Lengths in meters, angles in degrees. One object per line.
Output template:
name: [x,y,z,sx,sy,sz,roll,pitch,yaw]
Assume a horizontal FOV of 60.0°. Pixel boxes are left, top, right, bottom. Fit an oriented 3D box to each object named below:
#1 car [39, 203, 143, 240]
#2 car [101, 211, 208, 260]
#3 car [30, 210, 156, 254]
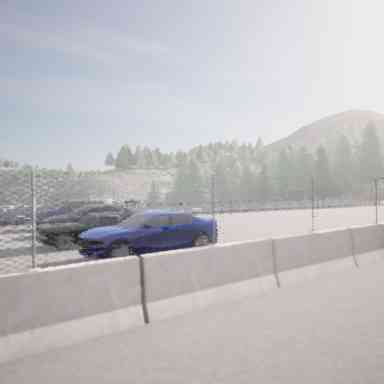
car: [-5.194,1.426,17.483,4.892,1.490,1.837,-1,0,-35]
car: [-1.377,1.403,11.609,5.008,1.535,1.882,-1,1,-35]
car: [-4.042,1.536,14.007,4.718,1.301,1.895,-1,1,-35]
